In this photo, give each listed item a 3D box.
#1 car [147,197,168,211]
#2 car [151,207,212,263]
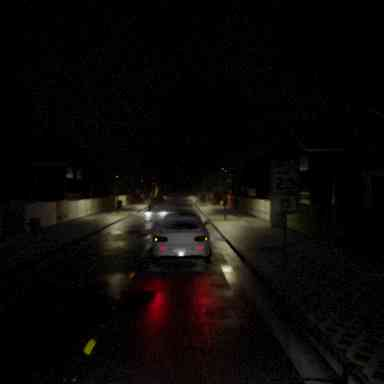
[{"bbox_3d":[-3.801,1.324,37.296,1.837,1.490,4.892,-1,0,-2],"label":"car"},{"bbox_3d":[-0.347,1.461,11.583,1.812,1.442,4.674,-1,0,-1],"label":"car"}]
